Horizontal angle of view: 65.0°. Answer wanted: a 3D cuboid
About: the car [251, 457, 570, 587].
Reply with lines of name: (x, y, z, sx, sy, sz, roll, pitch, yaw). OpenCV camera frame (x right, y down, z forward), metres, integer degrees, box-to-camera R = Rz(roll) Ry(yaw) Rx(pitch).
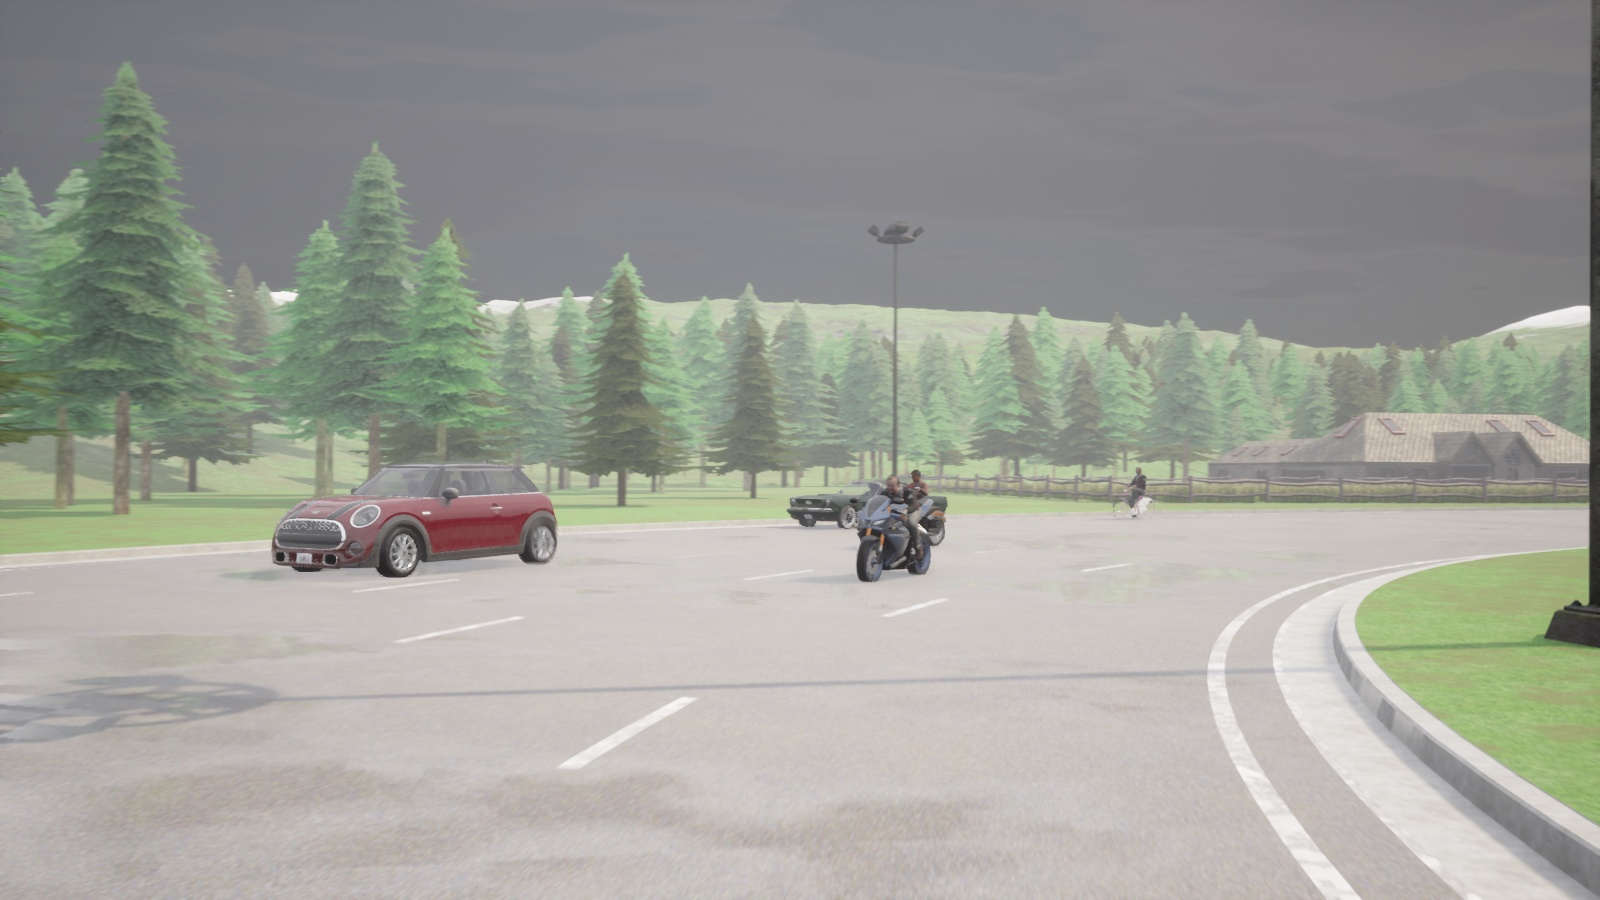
car: (-5.866, 1.016, 19.524, 2.097, 1.767, 4.553, -1, -1, 29)

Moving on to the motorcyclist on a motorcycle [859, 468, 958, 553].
motorcyclist on a motorcycle: (2.229, 1.187, 25.528, 0.766, 1.649, 2.350, 0, -1, 41)

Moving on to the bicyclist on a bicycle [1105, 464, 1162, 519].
bicyclist on a bicycle: (11.041, 1.353, 41.566, 1.843, 1.776, 0.659, 1, 1, -28)

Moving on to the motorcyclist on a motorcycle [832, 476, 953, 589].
motorcyclist on a motorcycle: (1.383, 1.153, 18.316, 0.866, 1.530, 2.191, 0, -1, 31)

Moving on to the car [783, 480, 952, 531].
car: (1.946, 1.501, 35.261, 4.718, 1.301, 1.895, 1, -1, -40)
